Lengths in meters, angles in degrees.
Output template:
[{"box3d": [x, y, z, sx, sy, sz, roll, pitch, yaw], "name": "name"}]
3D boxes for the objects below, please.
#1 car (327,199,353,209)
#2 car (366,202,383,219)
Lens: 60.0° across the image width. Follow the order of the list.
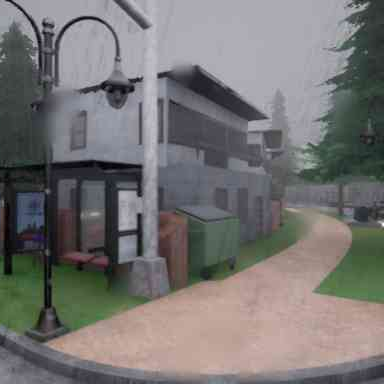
[{"box3d": [20.593, 1.600, 46.446, 1.994, 1.385, 4.181, 0, 0, -5], "name": "car"}, {"box3d": [16.371, 1.585, 28.801, 1.994, 1.385, 4.181, 0, 0, 10], "name": "car"}]
